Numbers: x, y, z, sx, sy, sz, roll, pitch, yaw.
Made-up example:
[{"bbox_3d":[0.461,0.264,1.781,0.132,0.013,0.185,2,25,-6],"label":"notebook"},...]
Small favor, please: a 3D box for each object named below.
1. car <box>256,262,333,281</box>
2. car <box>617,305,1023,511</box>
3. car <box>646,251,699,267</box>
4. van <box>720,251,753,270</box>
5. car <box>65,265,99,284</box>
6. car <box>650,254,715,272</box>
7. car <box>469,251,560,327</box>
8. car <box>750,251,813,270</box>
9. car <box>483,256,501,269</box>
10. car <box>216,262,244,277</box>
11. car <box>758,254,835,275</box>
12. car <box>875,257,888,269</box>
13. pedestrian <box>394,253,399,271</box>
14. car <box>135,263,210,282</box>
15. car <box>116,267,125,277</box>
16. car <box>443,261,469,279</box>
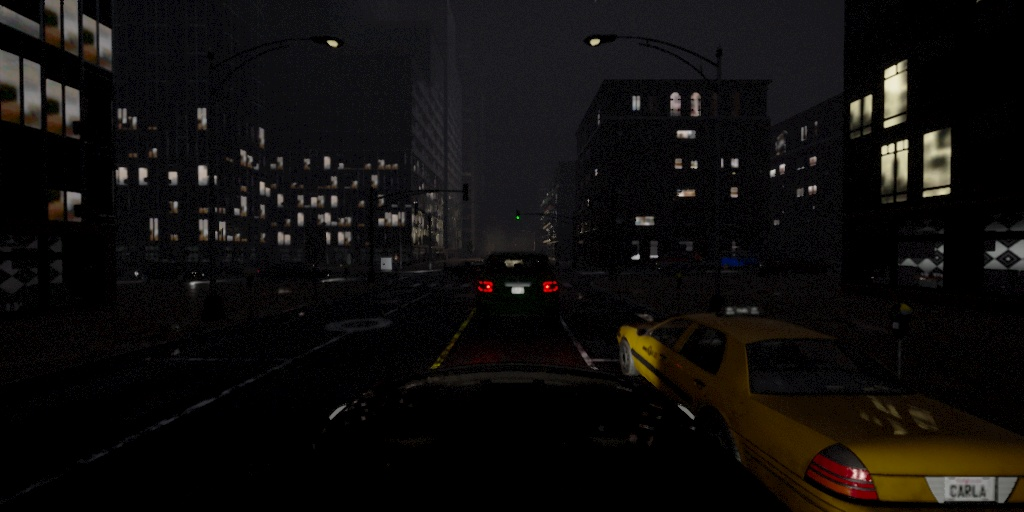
[{"bbox_3d":[-17.474,1.192,28.887,5.357,1.411,2.033,-1,1,0],"label":"car"},{"bbox_3d":[2.583,1.245,4.325,1.751,1.417,4.829,0,0,0],"label":"car"},{"bbox_3d":[15.585,0.442,34.421,5.009,1.841,2.192,0,0,0],"label":"car"},{"bbox_3d":[21.241,0.395,34.434,3.998,1.789,1.690,0,0,0],"label":"van"},{"bbox_3d":[-33.726,1.469,26.356,4.313,1.339,1.948,0,0,0],"label":"car"},{"bbox_3d":[15.301,0.767,31.948,4.718,1.301,1.895,-1,1,0],"label":"car"},{"bbox_3d":[0.170,0.859,11.145,2.150,2.045,5.566,0,1,1],"label":"car"},{"bbox_3d":[24.626,0.537,31.967,4.902,1.511,2.128,-1,1,0],"label":"car"},{"bbox_3d":[-2.484,0.769,45.562,2.033,1.411,5.357,0,1,0],"label":"car"},{"bbox_3d":[-28.143,1.265,34.229,4.403,1.370,2.007,0,0,0],"label":"car"},{"bbox_3d":[21.285,0.710,26.554,4.507,1.381,1.888,0,0,0],"label":"car"},{"bbox_3d":[35.280,0.439,31.973,4.674,1.442,1.812,-1,1,0],"label":"car"},{"bbox_3d":[-12.066,0.594,37.267,0.375,1.860,0.375,0,2,0],"label":"pedestrian"},{"bbox_3d":[-27.289,1.284,28.843,4.892,1.490,1.837,-1,1,0],"label":"car"},{"bbox_3d":[-39.439,1.454,34.176,4.207,1.307,1.802,0,0,0],"label":"car"},{"bbox_3d":[-3.566,1.061,28.687,1.895,1.301,4.718,-1,1,-41],"label":"car"}]
